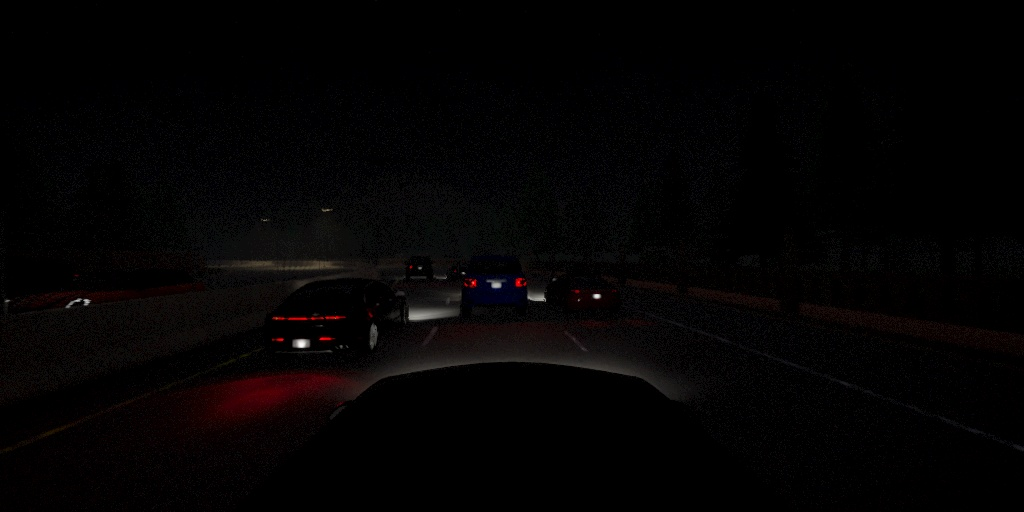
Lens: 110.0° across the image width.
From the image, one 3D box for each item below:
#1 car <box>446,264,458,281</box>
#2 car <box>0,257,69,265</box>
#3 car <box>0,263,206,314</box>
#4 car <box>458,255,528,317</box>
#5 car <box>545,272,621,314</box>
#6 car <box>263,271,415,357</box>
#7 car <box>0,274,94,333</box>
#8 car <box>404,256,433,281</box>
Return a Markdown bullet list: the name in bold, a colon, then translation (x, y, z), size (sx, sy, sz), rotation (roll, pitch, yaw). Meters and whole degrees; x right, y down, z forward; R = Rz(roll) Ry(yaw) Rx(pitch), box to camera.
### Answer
- **car**: translation (-4.528, 1.372, 31.155), size (1.994, 1.385, 4.181), rotation (0, 0, -16)
- **car**: translation (-18.408, 1.059, 12.228), size (2.150, 2.045, 5.566), rotation (0, 0, -8)
- **car**: translation (-11.212, 1.156, 10.218), size (2.097, 1.767, 4.553), rotation (0, 0, -6)
- **car**: translation (-0.795, 0.991, 13.572), size (2.150, 2.045, 5.566), rotation (0, 0, -7)
- **car**: translation (2.612, 1.321, 14.013), size (1.994, 1.385, 4.181), rotation (0, 0, -7)
- **car**: translation (-3.846, 1.279, 8.668), size (1.837, 1.490, 4.892), rotation (0, 0, -4)
- **car**: translation (-14.605, 1.324, 9.417), size (1.837, 1.490, 4.892), rotation (0, -1, -6)
- **car**: translation (-7.911, 1.042, 30.466), size (2.150, 2.045, 5.566), rotation (0, 0, -16)
